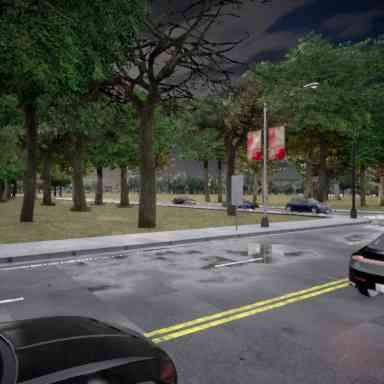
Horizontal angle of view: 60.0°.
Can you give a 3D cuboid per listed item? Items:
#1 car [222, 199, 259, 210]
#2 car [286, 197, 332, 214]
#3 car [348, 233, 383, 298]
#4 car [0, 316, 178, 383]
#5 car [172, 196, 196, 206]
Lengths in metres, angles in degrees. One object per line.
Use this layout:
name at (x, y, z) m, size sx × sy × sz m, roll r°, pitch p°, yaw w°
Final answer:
car at (6.130, 1.517, 42.648) m, size 2.033 × 1.411 × 5.357 m, roll 0°, pitch 0°, yaw -35°
car at (12.007, 1.334, 34.373) m, size 2.097 × 1.767 × 4.553 m, roll 0°, pitch 0°, yaw -35°
car at (5.377, 1.492, 7.274) m, size 4.902 × 1.511 × 2.128 m, roll 0°, pitch 0°, yaw -35°
car at (-2.363, 1.478, 1.754) m, size 5.008 × 1.535 × 1.882 m, roll 0°, pitch 0°, yaw -36°
car at (-1.278, 1.449, 53.089) m, size 2.128 × 1.511 × 4.902 m, roll 0°, pitch 0°, yaw -36°
